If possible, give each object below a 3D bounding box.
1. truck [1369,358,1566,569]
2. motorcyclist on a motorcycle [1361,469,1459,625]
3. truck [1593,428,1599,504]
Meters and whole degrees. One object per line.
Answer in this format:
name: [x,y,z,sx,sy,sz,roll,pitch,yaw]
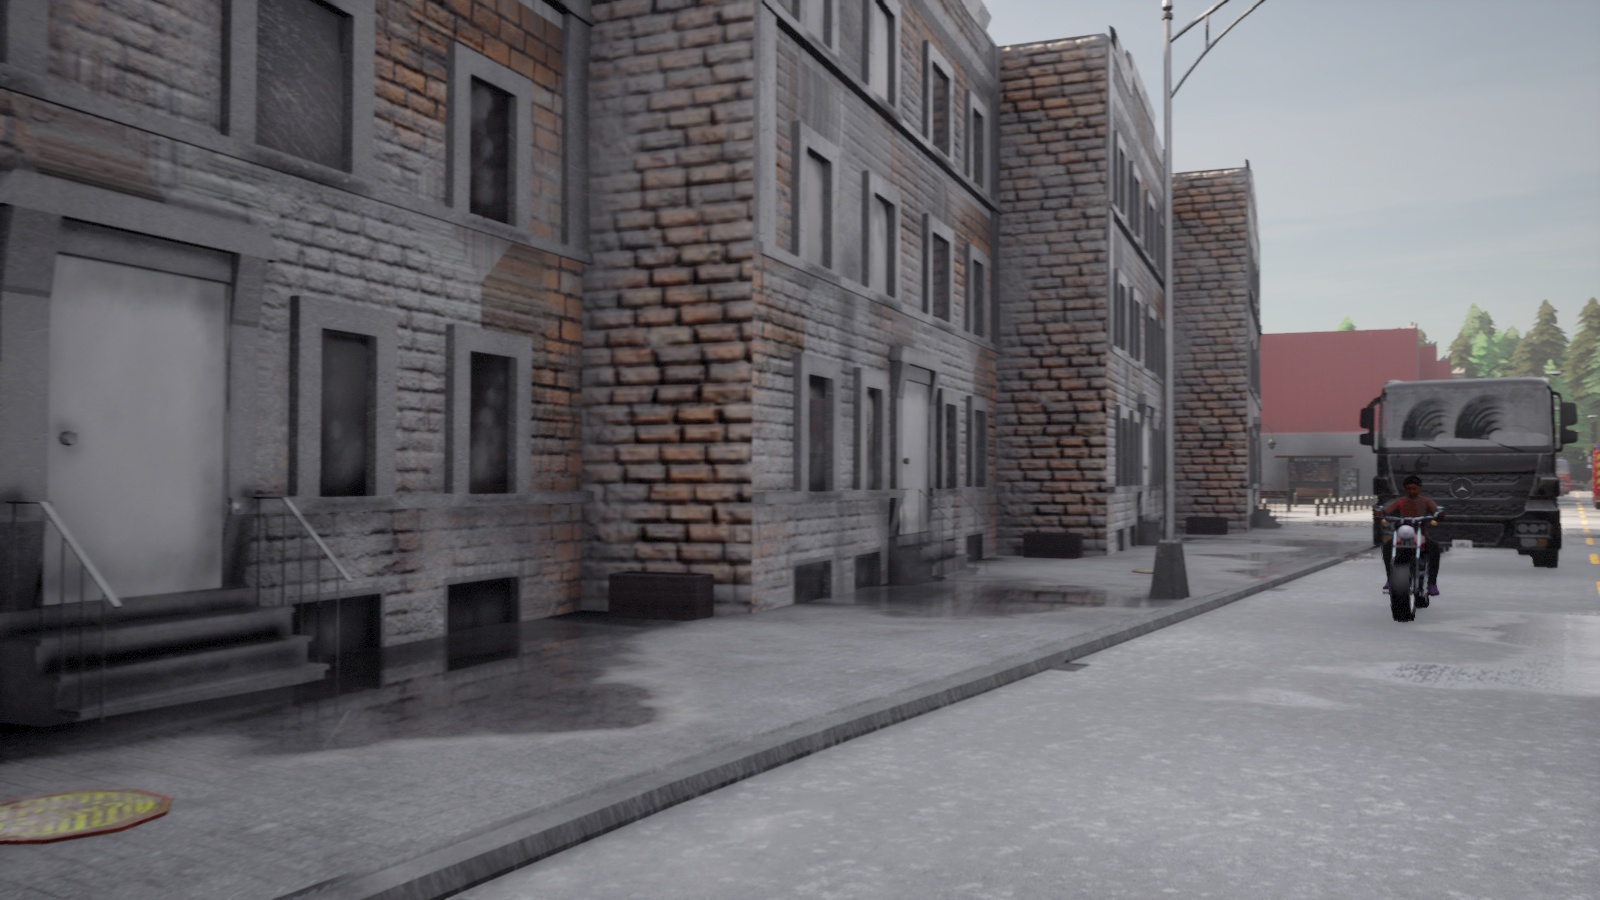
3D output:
truck: [13.349,0.300,24.723,2.891,3.462,7.936,-1,-1,32]
motorcyclist on a motorcycle: [7.055,1.046,14.455,0.766,1.649,2.350,-1,-1,32]
truck: [43.830,0.853,66.592,2.891,3.827,8.468,-1,-1,32]
